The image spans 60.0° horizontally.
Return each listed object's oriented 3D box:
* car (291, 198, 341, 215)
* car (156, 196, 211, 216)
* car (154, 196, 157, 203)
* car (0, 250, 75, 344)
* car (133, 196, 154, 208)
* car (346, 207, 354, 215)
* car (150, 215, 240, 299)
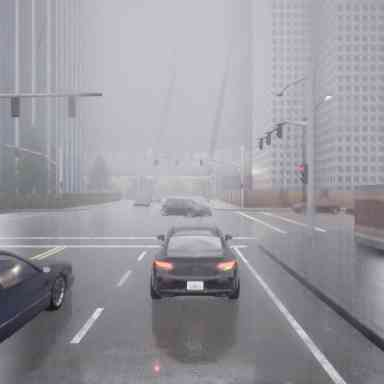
[{"bbox_3d":[12.384,1.353,33.512,4.553,1.767,2.097,0,0,0],"label":"car"},{"bbox_3d":[-0.548,1.352,28.991,4.553,1.767,2.097,0,0,39],"label":"car"},{"bbox_3d":[-7.099,1.492,64.737,2.128,1.511,4.902,0,0,1],"label":"car"},{"bbox_3d":[-3.445,1.547,4.713,2.033,1.411,5.357,0,0,1],"label":"car"},{"bbox_3d":[-7.140,1.547,47.961,2.033,1.411,5.357,0,0,0],"label":"car"},{"bbox_3d":[16.856,1.547,29.994,5.357,1.411,2.033,0,0,0],"label":"car"},{"bbox_3d":[0.070,1.526,8.309,1.812,1.442,4.674,0,0,0],"label":"car"}]
